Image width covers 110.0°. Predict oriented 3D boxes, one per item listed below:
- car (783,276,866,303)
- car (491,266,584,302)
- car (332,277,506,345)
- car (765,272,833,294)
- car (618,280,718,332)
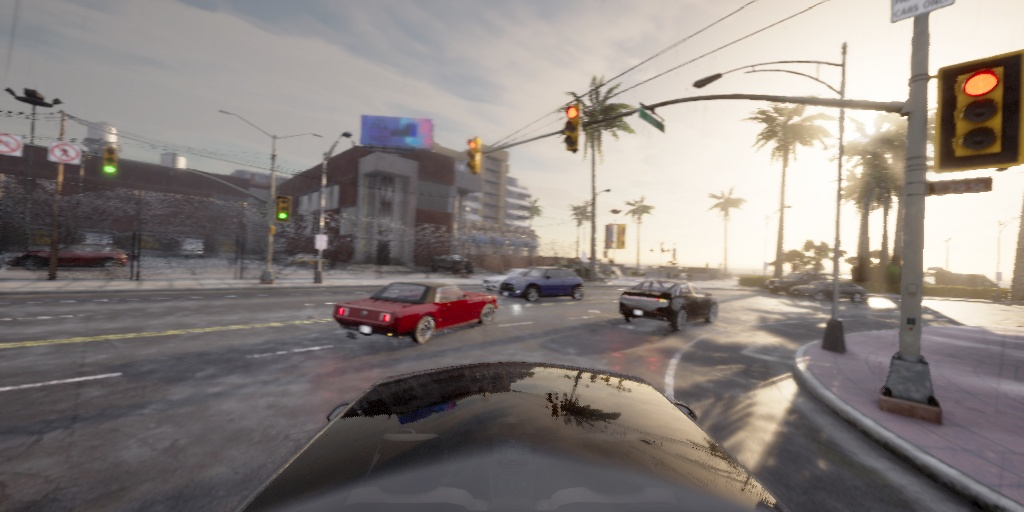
[{"bbox_3d":[23.365,2.564,26.580,4.892,1.490,1.837,3,-1,-4],"label":"car"},{"bbox_3d":[1.567,1.340,18.517,4.553,1.767,2.097,3,-1,-34],"label":"car"},{"bbox_3d":[-2.146,1.331,9.597,1.895,1.301,4.718,2,-1,25],"label":"car"},{"bbox_3d":[24.498,2.368,30.194,5.566,2.045,2.150,3,-1,-2],"label":"car"},{"bbox_3d":[5.615,1.604,12.576,4.902,1.511,2.128,3,-1,-43],"label":"car"}]
